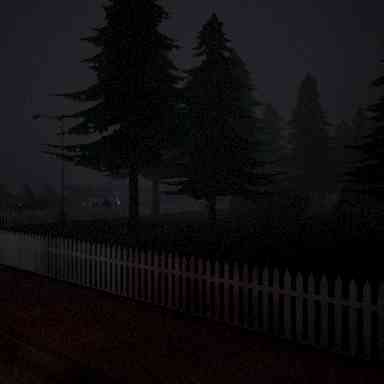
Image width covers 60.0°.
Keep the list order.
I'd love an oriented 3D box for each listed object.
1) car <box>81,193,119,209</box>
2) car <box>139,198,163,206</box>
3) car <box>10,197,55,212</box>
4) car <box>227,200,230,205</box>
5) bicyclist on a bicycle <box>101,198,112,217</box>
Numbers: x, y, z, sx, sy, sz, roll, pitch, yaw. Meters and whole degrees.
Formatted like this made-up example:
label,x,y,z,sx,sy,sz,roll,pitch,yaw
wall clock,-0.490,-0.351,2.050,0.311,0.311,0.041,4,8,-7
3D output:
label,x,y,z,sx,sy,sz,roll,pitch,yaw
car,-12.526,1.221,45.694,2.150,2.045,5.566,0,0,34
car,-6.790,1.491,54.083,2.128,1.511,4.902,0,0,35
car,-18.020,1.352,37.618,2.097,1.767,4.553,0,0,34
car,4.672,1.478,51.986,1.882,1.535,5.008,0,0,34
bicyclist on a bicycle,-7.164,1.302,27.826,1.656,1.620,0.582,0,0,34
